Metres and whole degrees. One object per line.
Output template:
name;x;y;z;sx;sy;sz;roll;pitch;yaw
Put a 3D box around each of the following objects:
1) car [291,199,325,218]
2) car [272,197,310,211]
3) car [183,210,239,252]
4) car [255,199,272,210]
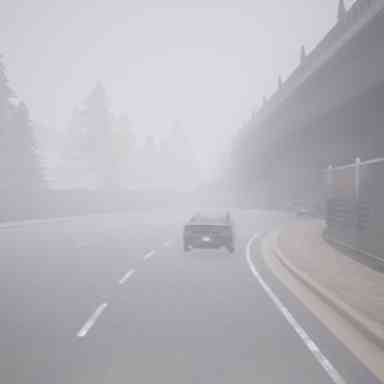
car;11.355;1.575;30.375;4.181;1.385;1.994;0;0;-39
car;12.261;1.367;39.297;4.553;1.767;2.097;0;0;-26
car;0.920;1.483;14.006;1.882;1.535;5.008;0;0;10
car;10.002;1.580;42.017;4.181;1.385;1.994;0;0;-28
